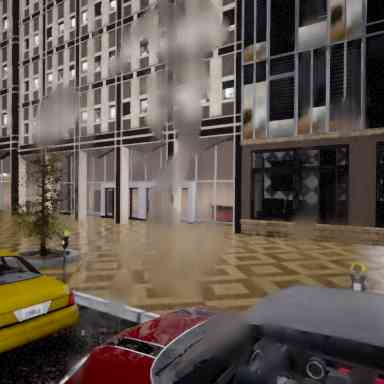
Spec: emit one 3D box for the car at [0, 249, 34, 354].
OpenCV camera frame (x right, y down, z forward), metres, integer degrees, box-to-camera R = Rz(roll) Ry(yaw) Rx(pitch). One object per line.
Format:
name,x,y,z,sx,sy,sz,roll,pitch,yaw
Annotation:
car,-3.955,1.524,5.687,4.829,1.417,1.752,0,1,36

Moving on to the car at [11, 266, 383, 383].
car,0.810,1.440,2.287,4.097,1.590,1.967,0,1,36
